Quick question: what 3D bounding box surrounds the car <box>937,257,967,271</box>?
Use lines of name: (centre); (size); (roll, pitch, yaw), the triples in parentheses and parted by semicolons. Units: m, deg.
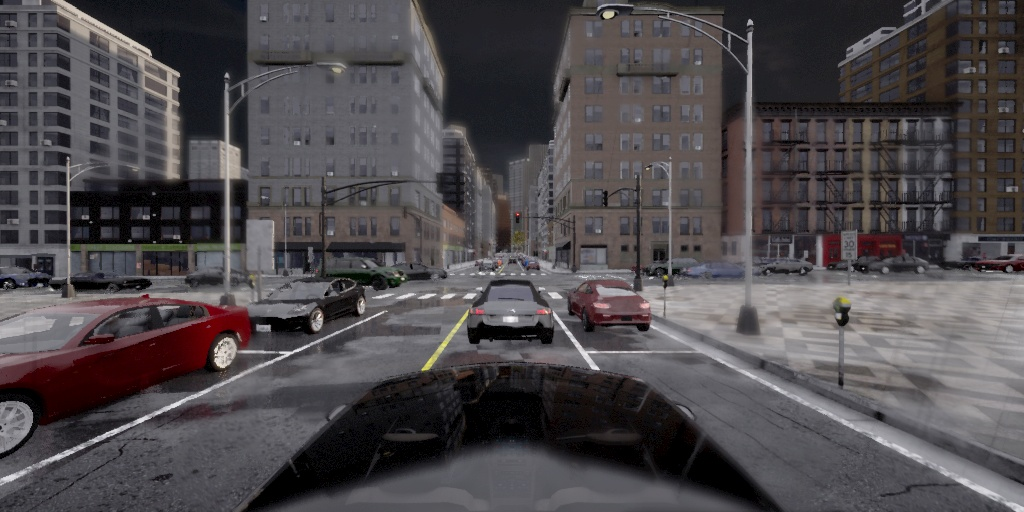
car: (42.624, 0.704, 33.171); (4.718, 1.301, 1.895); (-1, 0, 0)

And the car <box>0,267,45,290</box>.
car: (-36.956, 1.565, 26.364); (4.553, 1.767, 2.097); (-1, 0, 0)

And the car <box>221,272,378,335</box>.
car: (-5.808, 1.314, 10.551); (1.948, 1.339, 4.313); (0, 0, 0)

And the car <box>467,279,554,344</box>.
car: (-0.036, 1.312, 9.598); (1.994, 1.385, 4.181); (0, 0, 0)

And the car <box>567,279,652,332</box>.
car: (2.717, 1.330, 10.596); (1.802, 1.307, 4.207); (0, 0, 0)

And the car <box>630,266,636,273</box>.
car: (13.475, 1.105, 33.155); (4.718, 1.301, 1.895); (-1, 0, 0)

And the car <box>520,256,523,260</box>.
car: (2.837, 1.202, 64.468); (1.802, 1.307, 4.207); (0, 0, 0)

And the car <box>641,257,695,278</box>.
car: (13.327, 0.875, 29.902); (4.553, 1.767, 2.097); (-1, 0, 0)

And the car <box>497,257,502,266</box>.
car: (-3.047, 1.199, 55.248); (2.033, 1.411, 5.357); (0, 0, 0)

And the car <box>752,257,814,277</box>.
car: (22.281, 0.888, 29.920); (4.902, 1.511, 2.128); (-1, 0, 0)

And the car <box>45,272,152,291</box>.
car: (-26.335, 1.703, 23.127); (4.718, 1.301, 1.895); (-1, 0, 0)

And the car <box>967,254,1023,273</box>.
car: (41.874, 0.607, 29.923); (5.008, 1.535, 1.882); (-1, 0, 0)

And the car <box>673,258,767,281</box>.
car: (15.245, 1.061, 26.458); (5.357, 1.411, 2.033); (-1, 0, 0)

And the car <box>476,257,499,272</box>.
car: (-3.079, 1.207, 45.598); (1.812, 1.442, 4.674); (0, 0, 2)

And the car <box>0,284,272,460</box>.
car: (-5.777, 1.295, 4.907); (1.888, 1.381, 4.507); (0, 0, 0)

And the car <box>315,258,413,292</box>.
car: (-9.456, 1.105, 22.509); (5.566, 2.045, 2.150); (-1, 0, 8)

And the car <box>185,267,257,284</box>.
car: (-21.318, 1.548, 26.391); (4.674, 1.442, 1.812); (0, 0, 1)

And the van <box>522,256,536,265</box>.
van: (2.803, 0.998, 53.360); (1.690, 1.789, 3.998); (0, 0, 0)

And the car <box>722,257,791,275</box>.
car: (22.516, 0.868, 33.171); (4.902, 1.511, 2.128); (-1, 0, 0)

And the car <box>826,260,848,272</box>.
car: (31.985, 0.750, 33.184); (4.892, 1.490, 1.837); (-1, 0, 0)

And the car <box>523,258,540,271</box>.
car: (2.786, 1.257, 47.808); (1.802, 1.307, 4.207); (0, 0, 0)

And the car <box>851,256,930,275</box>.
car: (31.746, 0.771, 29.932); (4.892, 1.490, 1.837); (-1, 0, 0)

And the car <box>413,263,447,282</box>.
car: (-7.558, 1.294, 27.769); (4.892, 1.490, 1.837); (-2, 2, -17)

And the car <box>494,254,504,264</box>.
car: (-2.980, 0.968, 65.157); (2.097, 1.767, 4.553); (0, 0, 1)
